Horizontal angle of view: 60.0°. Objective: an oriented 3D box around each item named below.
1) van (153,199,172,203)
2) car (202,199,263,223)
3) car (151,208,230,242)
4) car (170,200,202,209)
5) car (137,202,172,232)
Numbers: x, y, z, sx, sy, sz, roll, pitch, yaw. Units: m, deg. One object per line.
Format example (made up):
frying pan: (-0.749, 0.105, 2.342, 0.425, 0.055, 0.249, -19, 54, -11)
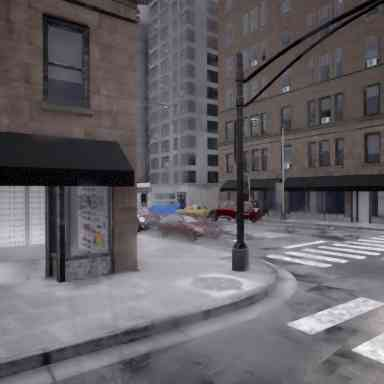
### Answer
van: (-2.962, 1.689, 36.022, 1.690, 1.788, 3.998, -1, 0, -36)
car: (3.469, 1.522, 27.088, 2.192, 1.841, 5.009, -1, 0, -36)
car: (-0.227, 1.778, 17.639, 1.802, 1.307, 4.206, -1, 0, -36)
car: (0.158, 1.805, 31.694, 1.752, 1.417, 4.829, -1, 0, -36)
car: (-3.446, 1.706, 22.107, 1.967, 1.590, 4.097, -1, 0, -36)
